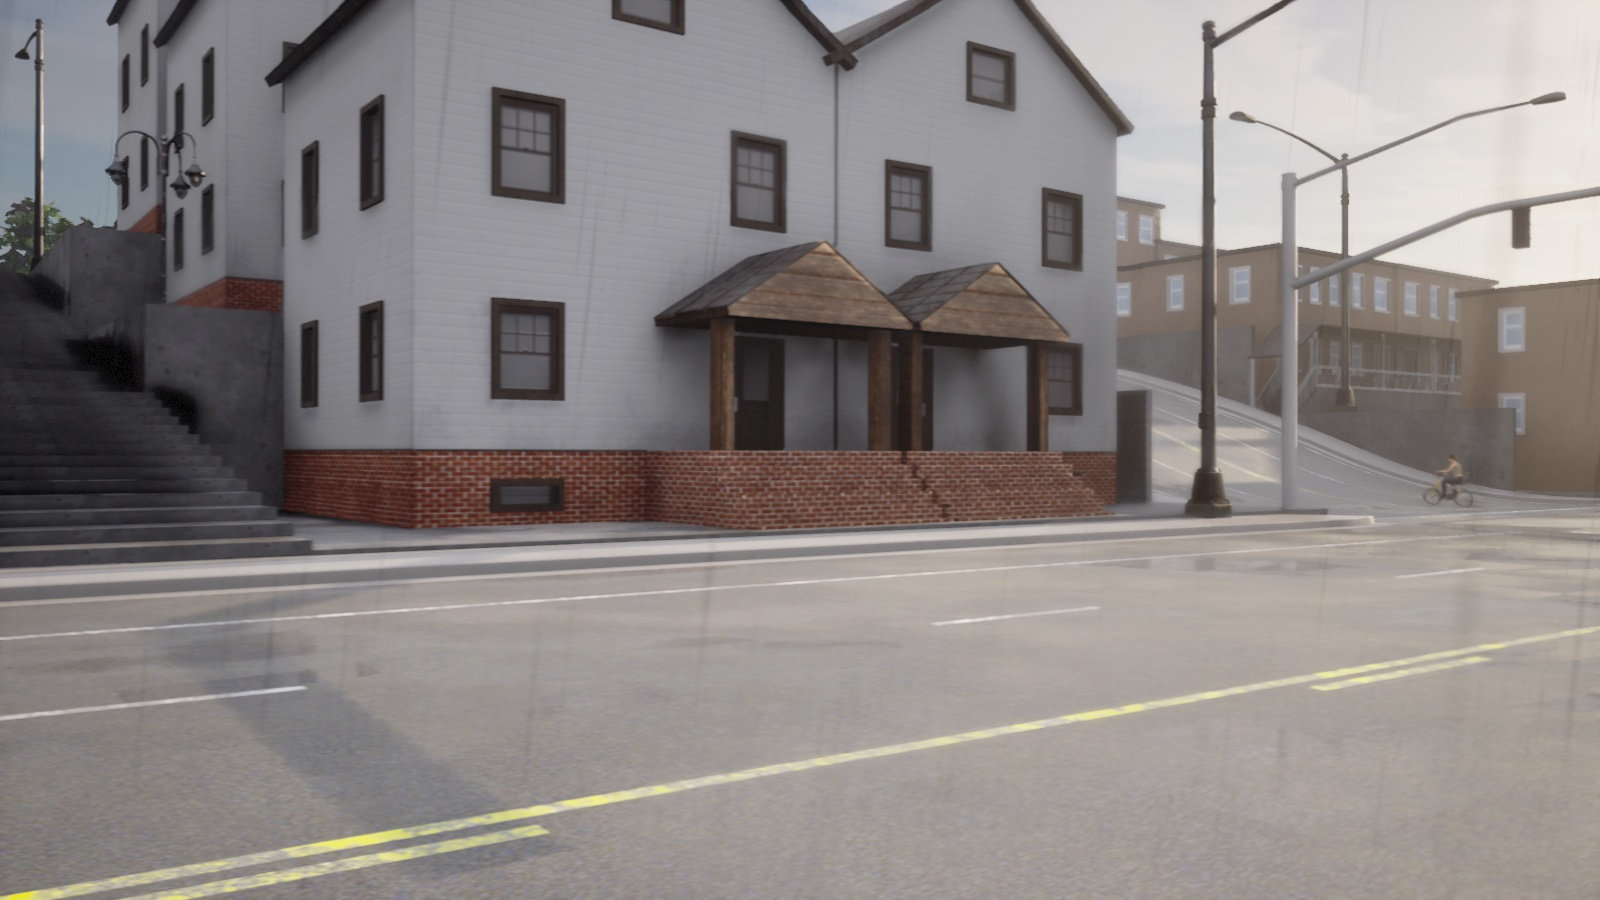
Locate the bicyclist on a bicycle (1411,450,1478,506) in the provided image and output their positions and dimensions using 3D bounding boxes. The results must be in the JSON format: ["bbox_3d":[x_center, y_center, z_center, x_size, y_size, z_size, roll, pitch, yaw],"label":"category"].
[{"bbox_3d":[19.601,0.843,38.213,0.866,1.612,1.509,0,2,-36],"label":"bicyclist on a bicycle"}]
